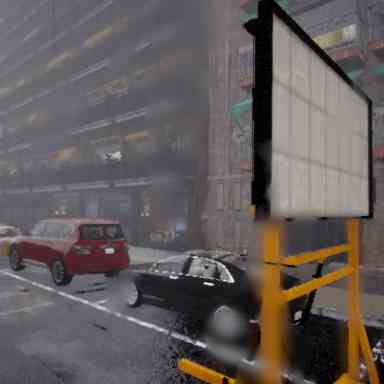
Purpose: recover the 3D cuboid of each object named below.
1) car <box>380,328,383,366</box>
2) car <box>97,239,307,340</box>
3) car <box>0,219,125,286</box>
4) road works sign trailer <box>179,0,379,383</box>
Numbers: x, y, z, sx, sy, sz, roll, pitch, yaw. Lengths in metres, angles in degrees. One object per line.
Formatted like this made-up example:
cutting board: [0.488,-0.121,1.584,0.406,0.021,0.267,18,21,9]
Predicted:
car: [4.453,1.818,3.420,4.403,1.369,2.008,-1,-4,41]
car: [0.166,1.912,7.131,4.403,1.369,2.008,-1,-4,41]
car: [-4.115,1.771,10.856,5.009,1.841,2.192,-1,-4,41]
road works sign trailer: [0.984,0.638,2.924,2.880,3.560,2.380,-1,-4,41]
